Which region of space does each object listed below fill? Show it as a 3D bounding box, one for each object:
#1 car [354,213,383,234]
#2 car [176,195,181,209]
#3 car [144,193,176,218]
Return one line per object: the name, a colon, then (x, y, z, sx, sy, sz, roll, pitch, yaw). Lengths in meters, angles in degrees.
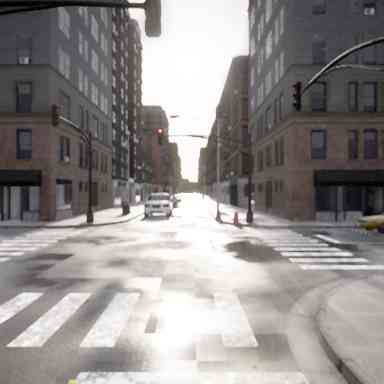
car: (11.597, 1.495, 18.381, 4.829, 1.417, 1.752, 0, 0, 0)
car: (-2.922, 1.205, 43.415, 2.097, 1.767, 4.553, 0, 0, 0)
car: (-2.908, 1.121, 29.668, 2.150, 2.045, 5.566, 0, 0, 0)
